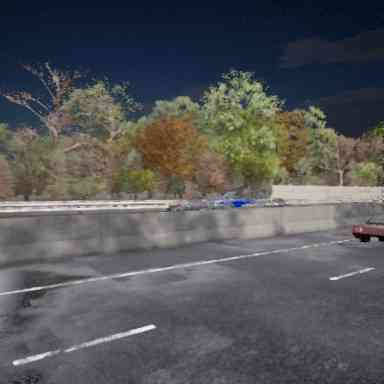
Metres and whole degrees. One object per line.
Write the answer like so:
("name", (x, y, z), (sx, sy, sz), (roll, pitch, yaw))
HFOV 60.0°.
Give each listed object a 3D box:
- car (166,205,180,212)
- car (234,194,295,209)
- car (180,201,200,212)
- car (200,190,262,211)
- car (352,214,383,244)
("car", (0.058, 1.566, 33.232), (5.357, 1.411, 2.033), (0, 0, -33))
("car", (5.792, 1.126, 25.187), (4.892, 1.490, 1.837), (0, 0, -35))
("car", (1.729, 1.152, 30.887), (4.902, 1.511, 2.128), (0, 0, -35))
("car", (3.736, 0.852, 28.020), (5.566, 2.045, 2.150), (0, 0, -35))
("car", (9.178, 1.610, 14.703), (4.718, 1.301, 1.895), (0, 0, -35))
